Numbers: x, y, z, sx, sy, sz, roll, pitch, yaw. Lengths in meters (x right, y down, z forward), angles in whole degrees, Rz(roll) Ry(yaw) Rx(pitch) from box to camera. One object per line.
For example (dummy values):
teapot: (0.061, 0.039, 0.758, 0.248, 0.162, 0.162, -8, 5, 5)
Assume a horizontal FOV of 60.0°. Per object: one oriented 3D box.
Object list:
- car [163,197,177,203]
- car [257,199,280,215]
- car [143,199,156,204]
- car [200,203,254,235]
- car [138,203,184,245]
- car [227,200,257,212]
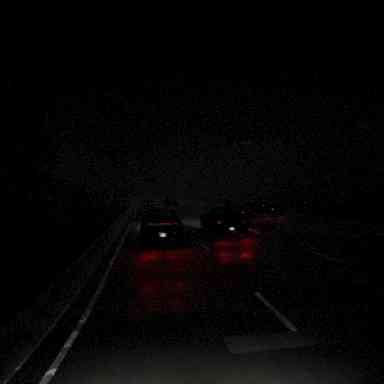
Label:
car: (-3.603, 1.603, 53.795, 1.837, 1.490, 4.892, -1, 0, -10)
car: (6.887, 1.362, 31.988, 1.812, 1.442, 4.674, -1, 0, -8)
car: (-6.416, 1.714, 49.751, 2.033, 1.411, 5.357, -1, 0, -10)
car: (1.688, 1.563, 18.887, 1.895, 1.301, 4.718, -1, 0, -8)
car: (-1.485, 1.531, 15.837, 2.128, 1.511, 4.902, -1, 0, -7)
car: (3.801, 1.437, 28.814, 1.812, 1.442, 4.674, -1, 0, -8)
